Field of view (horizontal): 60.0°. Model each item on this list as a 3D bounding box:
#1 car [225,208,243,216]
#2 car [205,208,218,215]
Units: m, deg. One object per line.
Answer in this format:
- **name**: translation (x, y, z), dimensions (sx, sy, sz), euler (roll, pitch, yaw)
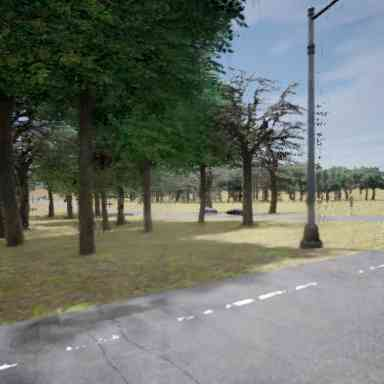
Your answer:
- **car**: translation (8.808, 4.081, 68.144), dimensions (1.882, 1.535, 5.008), euler (-2, -2, -34)
- **car**: translation (3.737, 4.288, 75.520), dimensions (1.882, 1.535, 5.008), euler (-1, -1, -34)
